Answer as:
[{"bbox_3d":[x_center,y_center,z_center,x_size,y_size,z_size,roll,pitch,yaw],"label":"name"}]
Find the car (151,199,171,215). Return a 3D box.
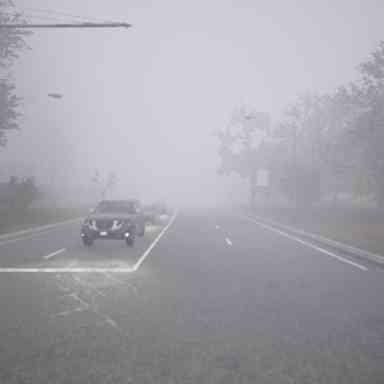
[{"bbox_3d":[-3.738,1.819,37.030,1.994,1.385,4.181,0,0,-1],"label":"car"}]

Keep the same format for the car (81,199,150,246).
[{"bbox_3d":[-3.617,1.356,16.322,2.150,2.045,5.566,0,0,0],"label":"car"}]

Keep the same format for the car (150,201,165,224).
[{"bbox_3d":[-3.621,1.756,26.865,2.033,1.411,5.357,0,0,0],"label":"car"}]

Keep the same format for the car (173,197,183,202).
[{"bbox_3d":[-3.893,1.926,87.519,1.895,1.301,4.718,0,0,-18],"label":"car"}]

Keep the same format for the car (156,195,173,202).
[{"bbox_3d":[-7.036,1.681,85.863,2.097,1.767,4.553,0,0,-18],"label":"car"}]
